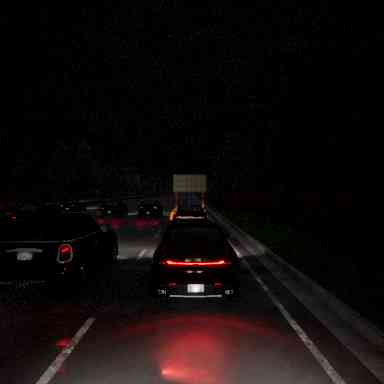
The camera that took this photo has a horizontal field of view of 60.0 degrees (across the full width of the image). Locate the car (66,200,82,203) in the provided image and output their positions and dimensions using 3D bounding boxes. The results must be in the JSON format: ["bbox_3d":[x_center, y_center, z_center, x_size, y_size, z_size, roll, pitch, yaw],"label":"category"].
[{"bbox_3d":[-14.197,1.601,40.102,1.895,1.301,4.718,0,0,0],"label":"car"}]

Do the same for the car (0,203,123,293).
[{"bbox_3d":[-3.449,1.352,8.978,2.097,1.767,4.553,0,0,0],"label":"car"}]

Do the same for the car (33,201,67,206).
[{"bbox_3d":[-10.556,1.525,22.886,1.812,1.442,4.674,0,0,0],"label":"car"}]

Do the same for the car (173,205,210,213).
[{"bbox_3d":[-0.052,1.488,18.870,2.128,1.511,4.902,0,0,1],"label":"car"}]

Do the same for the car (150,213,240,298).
[{"bbox_3d":[0.053,1.505,8.482,1.837,1.490,4.892,0,0,0],"label":"car"}]

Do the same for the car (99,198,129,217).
[{"bbox_3d":[-7.123,1.525,30.833,1.812,1.442,4.674,0,0,-1],"label":"car"}]

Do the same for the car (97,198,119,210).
[{"bbox_3d":[-10.714,1.526,42.730,1.812,1.442,4.674,0,0,-1],"label":"car"}]

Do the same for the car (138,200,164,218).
[{"bbox_3d":[-3.610,1.492,29.637,2.128,1.511,4.902,0,0,0],"label":"car"}]

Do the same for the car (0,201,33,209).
[{"bbox_3d":[-6.949,1.219,9.364,2.150,2.045,5.566,0,0,0],"label":"car"}]

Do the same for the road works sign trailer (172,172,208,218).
[{"bbox_3d":[-0.170,0.464,22.741,2.380,3.560,2.880,0,0,-3],"label":"road works sign trailer"}]

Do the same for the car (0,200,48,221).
[{"bbox_3d":[-14.096,1.477,27.920,1.882,1.535,5.008,0,0,-1],"label":"car"}]
